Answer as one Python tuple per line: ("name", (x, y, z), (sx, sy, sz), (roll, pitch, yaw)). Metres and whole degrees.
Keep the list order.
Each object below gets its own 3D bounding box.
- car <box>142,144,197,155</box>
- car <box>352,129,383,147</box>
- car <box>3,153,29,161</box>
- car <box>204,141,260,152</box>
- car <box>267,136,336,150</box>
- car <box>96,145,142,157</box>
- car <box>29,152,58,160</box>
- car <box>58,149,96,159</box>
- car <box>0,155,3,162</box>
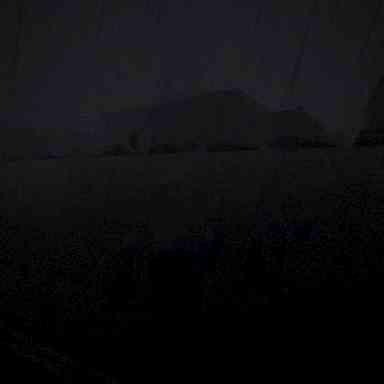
("car", (-1.664, -3.555, 29.670), (4.792, 1.488, 2.163), (1, 1, 29))
("car", (13.112, -3.360, 22.160), (4.553, 1.767, 2.185), (2, 1, 26))
("car", (-20.768, -4.024, 41.245), (4.892, 1.521, 2.231), (1, 1, 34))
("car", (3.200, -3.435, 27.062), (4.674, 1.452, 2.002), (1, 1, 28))
("car", (8.031, -3.365, 24.603), (4.892, 1.521, 2.231), (1, 1, 27))
("car", (-6.656, -3.824, 32.470), (4.553, 1.767, 2.185), (1, 1, 31))
("car", (-16.121, -3.879, 38.216), (4.674, 1.452, 2.002), (1, 1, 33))
("car", (-11.410, -3.808, 35.287), (5.008, 1.535, 2.097), (1, 1, 32))
("car", (-25.334, -4.111, 44.345), (4.892, 1.521, 2.231), (1, 1, 34))
